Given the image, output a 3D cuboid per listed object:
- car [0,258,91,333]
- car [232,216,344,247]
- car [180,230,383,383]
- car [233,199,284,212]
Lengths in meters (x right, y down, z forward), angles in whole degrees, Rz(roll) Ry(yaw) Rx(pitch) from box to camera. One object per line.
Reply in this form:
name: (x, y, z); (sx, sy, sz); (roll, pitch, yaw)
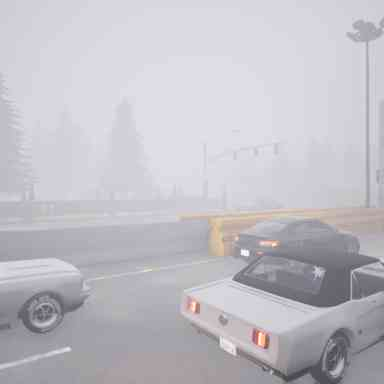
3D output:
car: (-4.100, 1.601, 5.121); (4.718, 1.301, 1.895); (0, 0, -35)
car: (3.321, 1.473, 10.375); (4.674, 1.442, 1.812); (-1, 0, -35)
car: (2.253, 1.576, 5.335); (4.718, 1.301, 1.895); (-1, 0, -35)
car: (5.908, 1.250, 29.444); (4.718, 1.301, 1.895); (-1, 0, -35)
